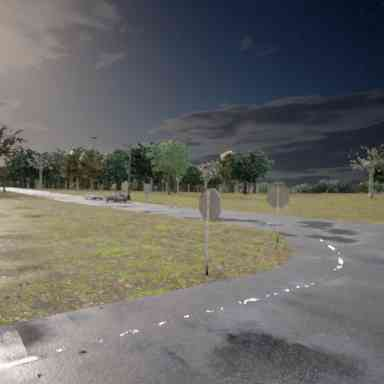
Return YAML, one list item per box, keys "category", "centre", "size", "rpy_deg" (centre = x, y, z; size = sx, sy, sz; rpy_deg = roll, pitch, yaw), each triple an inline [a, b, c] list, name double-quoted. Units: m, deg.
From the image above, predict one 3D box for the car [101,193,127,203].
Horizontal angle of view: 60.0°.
- category: "car"
  centre: [-11.720, 0.843, 51.398]
  size: [2.128, 1.511, 4.902]
  rpy_deg: [2, 0, -35]

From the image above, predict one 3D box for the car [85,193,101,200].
- category: "car"
  centre: [-17.536, 0.758, 59.572]
  size: [1.895, 1.301, 4.718]
  rpy_deg: [2, 0, -35]
